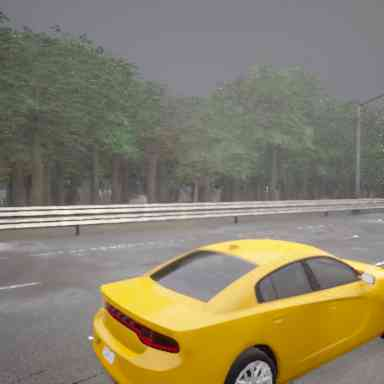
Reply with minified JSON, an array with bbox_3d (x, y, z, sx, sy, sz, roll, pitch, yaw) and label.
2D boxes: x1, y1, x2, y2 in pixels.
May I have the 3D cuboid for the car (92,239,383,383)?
[{"bbox_3d":[1.194,1.429,4.697,5.008,1.535,1.882,0,1,-36],"label":"car"}]
